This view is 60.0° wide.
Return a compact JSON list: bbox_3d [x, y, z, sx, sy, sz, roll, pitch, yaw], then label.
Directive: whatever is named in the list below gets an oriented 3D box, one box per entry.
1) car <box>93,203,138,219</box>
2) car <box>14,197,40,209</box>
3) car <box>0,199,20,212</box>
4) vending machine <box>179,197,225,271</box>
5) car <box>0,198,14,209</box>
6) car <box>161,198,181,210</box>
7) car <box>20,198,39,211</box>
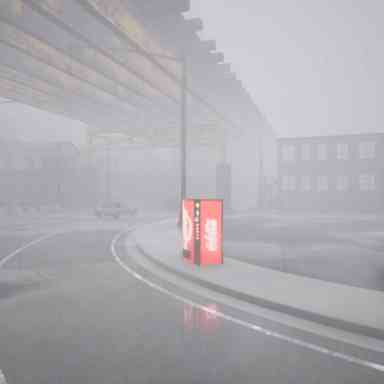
[{"bbox_3d":[-6.696,1.601,29.724,1.895,1.301,4.718,0,0,19],"label":"car"},{"bbox_3d":[-19.909,1.295,40.057,1.853,1.218,4.536,0,0,-39],"label":"car"},{"bbox_3d":[-22.940,1.452,37.888,4.974,1.542,2.038,0,0,-9],"label":"car"},{"bbox_3d":[0.303,1.195,10.088,1.100,2.100,0.880,0,0,-28],"label":"vending machine"},{"bbox_3d":[-22.991,1.295,37.879,4.536,1.218,1.853,0,0,-9],"label":"car"},{"bbox_3d":[-2.125,1.478,42.047,1.882,1.535,5.008,0,0,21],"label":"car"},{"bbox_3d":[-19.876,1.452,40.017,2.038,1.542,4.974,0,0,-39],"label":"car"}]
